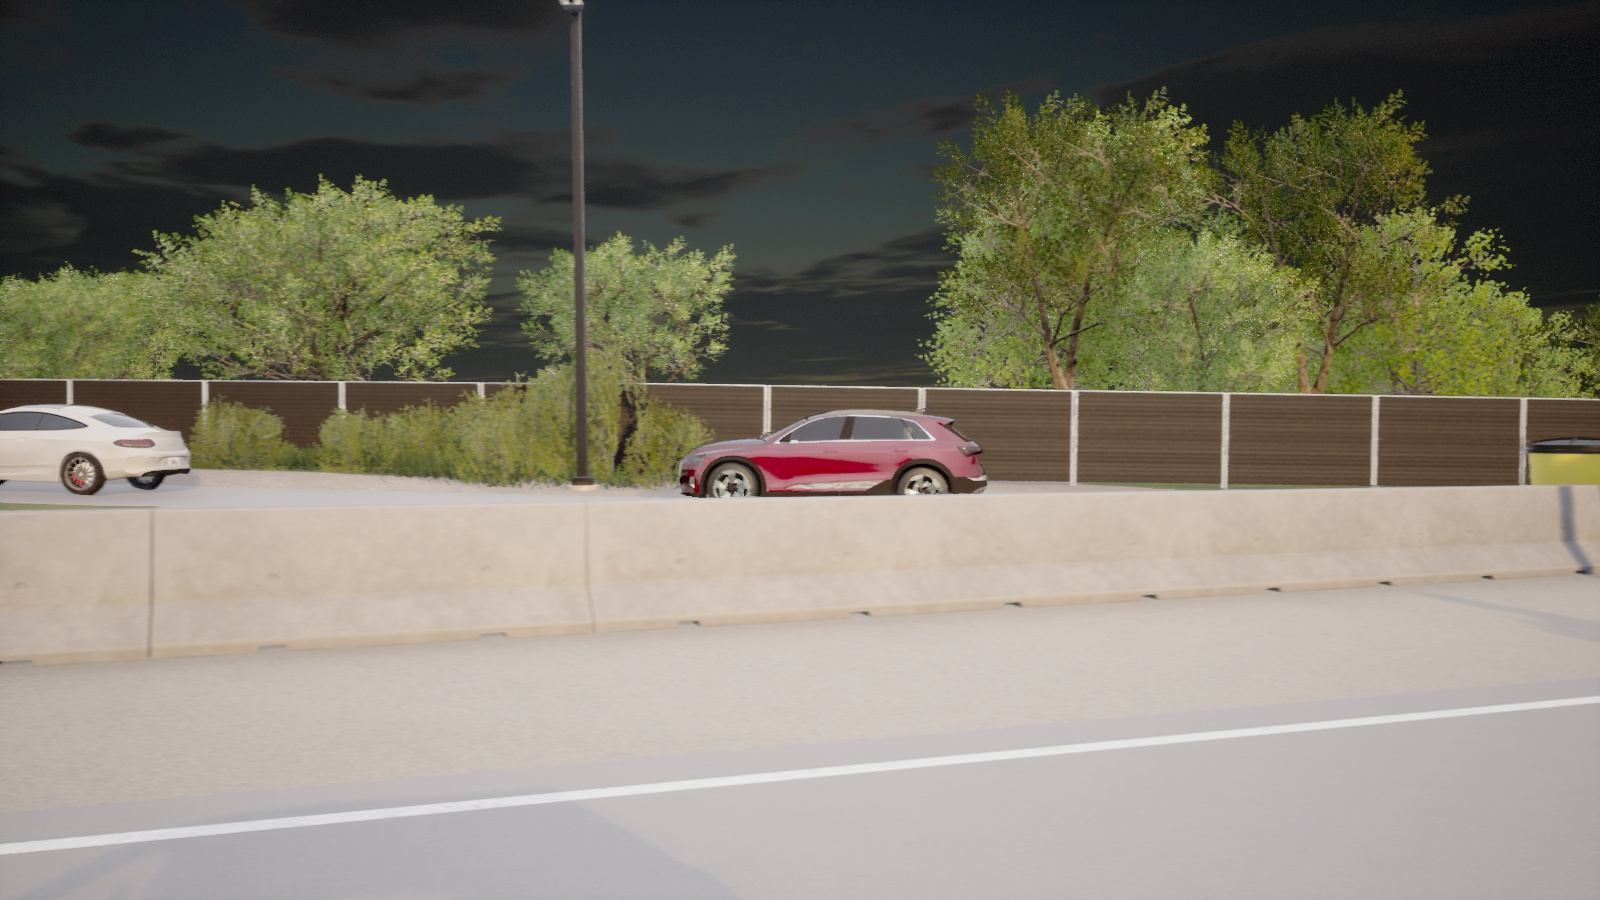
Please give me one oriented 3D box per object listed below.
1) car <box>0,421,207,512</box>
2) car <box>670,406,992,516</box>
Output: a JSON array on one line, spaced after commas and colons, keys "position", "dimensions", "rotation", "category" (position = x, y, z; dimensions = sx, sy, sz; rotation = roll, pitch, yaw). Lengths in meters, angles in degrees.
[{"position": [-12.683, 0.241, 21.064], "dimensions": [4.674, 1.442, 1.812], "rotation": [0, 2, 6], "category": "car"}, {"position": [0.506, 0.145, 19.985], "dimensions": [4.856, 1.649, 2.033], "rotation": [0, 2, 3], "category": "car"}]
